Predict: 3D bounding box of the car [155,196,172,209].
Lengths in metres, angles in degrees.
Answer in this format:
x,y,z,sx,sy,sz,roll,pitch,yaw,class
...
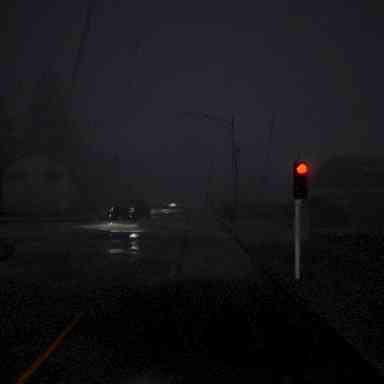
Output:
x,y,z,sx,sy,sz,roll,pitch,yaw,class
-4.078,1.425,43.971,1.882,1.535,5.008,0,0,0,car

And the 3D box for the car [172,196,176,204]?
x,y,z,sx,sy,sz,roll,pitch,yaw,class
-4.029,1.419,62.673,2.128,1.511,4.902,0,0,0,car

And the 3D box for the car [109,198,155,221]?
x,y,z,sx,sy,sz,roll,pitch,yaw,class
-4.869,1.319,26.525,2.097,1.767,4.553,0,0,11,car
